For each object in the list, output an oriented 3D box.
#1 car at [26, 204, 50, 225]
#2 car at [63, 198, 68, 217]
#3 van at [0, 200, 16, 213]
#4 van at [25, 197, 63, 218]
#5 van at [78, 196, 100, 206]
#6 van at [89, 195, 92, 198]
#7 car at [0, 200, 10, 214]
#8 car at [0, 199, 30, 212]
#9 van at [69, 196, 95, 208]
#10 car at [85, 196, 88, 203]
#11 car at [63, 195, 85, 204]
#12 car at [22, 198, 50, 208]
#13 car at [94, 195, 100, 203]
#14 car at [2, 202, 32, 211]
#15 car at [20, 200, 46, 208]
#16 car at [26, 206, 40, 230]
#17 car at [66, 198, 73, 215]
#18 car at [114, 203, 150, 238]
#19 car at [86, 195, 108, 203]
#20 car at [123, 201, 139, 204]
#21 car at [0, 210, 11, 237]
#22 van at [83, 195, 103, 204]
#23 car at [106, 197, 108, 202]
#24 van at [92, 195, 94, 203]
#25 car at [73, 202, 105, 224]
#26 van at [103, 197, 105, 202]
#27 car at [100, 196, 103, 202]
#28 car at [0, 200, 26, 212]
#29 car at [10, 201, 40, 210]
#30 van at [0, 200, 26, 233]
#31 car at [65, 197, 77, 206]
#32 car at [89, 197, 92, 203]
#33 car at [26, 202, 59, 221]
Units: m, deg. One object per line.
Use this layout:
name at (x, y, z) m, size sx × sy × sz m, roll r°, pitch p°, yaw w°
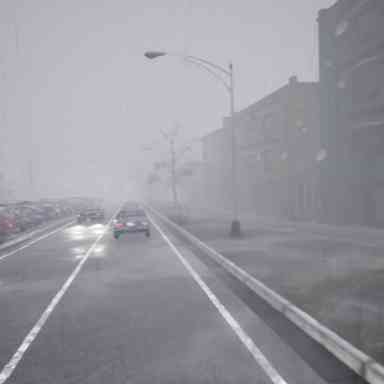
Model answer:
car at (-13.560, 2.015, 24.667) m, size 4.792 × 1.488 × 2.163 m, roll -3°, pitch 0°, yaw -11°
car at (-15.170, 1.903, 32.922) m, size 4.553 × 1.767 × 2.185 m, roll -3°, pitch 0°, yaw -11°
van at (-33.141, 2.568, 57.508) m, size 4.442 × 1.987 × 1.878 m, roll -3°, pitch 0°, yaw -11°
van at (-14.516, 1.782, 30.193) m, size 4.442 × 1.987 × 1.878 m, roll -3°, pitch 0°, yaw -11°
van at (-22.978, 1.964, 74.246) m, size 4.442 × 1.987 × 1.878 m, roll -3°, pitch 1°, yaw -11°
van at (-19.374, 1.913, 54.951) m, size 4.442 × 1.987 × 1.878 m, roll -3°, pitch 0°, yaw -11°
car at (-32.038, 2.512, 52.068) m, size 5.566 × 2.045 × 2.435 m, roll -3°, pitch 0°, yaw -11°
car at (-34.019, 2.556, 62.993) m, size 5.566 × 2.045 × 2.435 m, roll -3°, pitch 0°, yaw -11°
van at (-20.917, 1.952, 63.217) m, size 4.442 × 1.987 × 1.878 m, roll -3°, pitch 0°, yaw -11°
car at (-17.175, 1.827, 43.955) m, size 5.566 × 2.045 × 2.435 m, roll -3°, pitch 0°, yaw -11°
car at (-16.661, 1.814, 41.200) m, size 5.566 × 2.045 × 2.435 m, roll -3°, pitch 0°, yaw -11°
car at (-37.080, 2.545, 79.367) m, size 5.566 × 2.045 × 2.435 m, roll -3°, pitch 1°, yaw -11°
car at (-20.262, 1.907, 60.490) m, size 5.566 × 2.045 × 2.435 m, roll -3°, pitch 0°, yaw -11°
car at (-34.572, 2.846, 65.712) m, size 4.792 × 1.488 × 2.163 m, roll -3°, pitch 0°, yaw -11°
car at (-36.580, 2.807, 76.639) m, size 4.892 × 1.521 × 2.231 m, roll -3°, pitch 1°, yaw -11°
car at (-13.046, 2.002, 21.911) m, size 4.792 × 1.488 × 2.163 m, roll -3°, pitch 0°, yaw -11°
car at (-15.623, 1.913, 35.689) m, size 4.553 × 1.767 × 2.185 m, roll -3°, pitch 0°, yaw -11°
car at (-3.287, 1.593, 18.231) m, size 2.033 × 1.411 × 5.357 m, roll -3°, pitch 0°, yaw -10°
car at (-25.929, 1.885, 90.808) m, size 5.566 × 2.045 × 2.435 m, roll -3°, pitch 1°, yaw -11°
car at (-6.971, 1.699, 38.183) m, size 1.994 × 1.385 × 4.181 m, roll -3°, pitch 0°, yaw -10°
car at (-12.074, 1.979, 16.389) m, size 4.792 × 1.488 × 2.163 m, roll -3°, pitch 0°, yaw -11°
van at (-24.524, 1.944, 82.515) m, size 4.442 × 1.987 × 1.878 m, roll -3°, pitch 1°, yaw -11°
car at (-25.248, 2.134, 88.084) m, size 5.366 × 1.575 × 1.946 m, roll -3°, pitch 1°, yaw -11°
van at (-19.889, 1.926, 57.707) m, size 4.442 × 1.987 × 1.878 m, roll -3°, pitch 0°, yaw -11°
car at (-8.502, 1.854, 28.175) m, size 1.895 × 1.301 × 4.718 m, roll -3°, pitch 0°, yaw -10°
van at (-23.264, 1.949, 77.043) m, size 4.442 × 1.987 × 1.878 m, roll -3°, pitch 1°, yaw -11°
car at (-22.365, 2.219, 71.510) m, size 4.792 × 1.488 × 2.163 m, roll -3°, pitch 1°, yaw -11°
car at (-33.566, 2.551, 60.253) m, size 5.566 × 2.045 × 2.435 m, roll -3°, pitch 0°, yaw -11°
car at (-35.747, 2.822, 71.144) m, size 5.366 × 1.575 × 1.946 m, roll -3°, pitch 1°, yaw -11°
van at (-12.458, 1.730, 19.171) m, size 4.442 × 1.987 × 1.878 m, roll -3°, pitch 0°, yaw -11°
car at (-16.138, 1.926, 38.445) m, size 4.553 × 1.767 × 2.185 m, roll -3°, pitch 0°, yaw -11°
car at (-18.728, 2.120, 52.219) m, size 4.892 × 1.521 × 2.231 m, roll -3°, pitch 0°, yaw -11°
car at (-14.100, 2.000, 27.418) m, size 5.008 × 1.535 × 2.097 m, roll -3°, pitch 0°, yaw -11°
